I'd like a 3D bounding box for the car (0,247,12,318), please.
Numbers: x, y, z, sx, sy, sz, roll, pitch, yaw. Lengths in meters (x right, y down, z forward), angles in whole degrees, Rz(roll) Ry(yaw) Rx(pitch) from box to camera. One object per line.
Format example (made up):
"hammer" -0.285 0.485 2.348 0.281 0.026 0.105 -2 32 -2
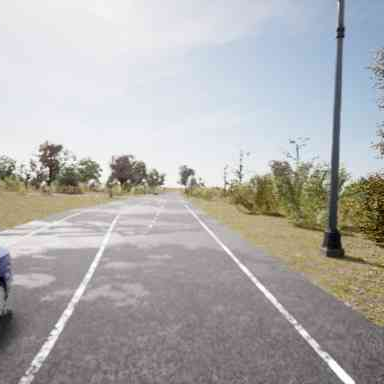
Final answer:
"car" -3.829 1.330 3.769 1.882 1.535 5.008 2 0 -8
